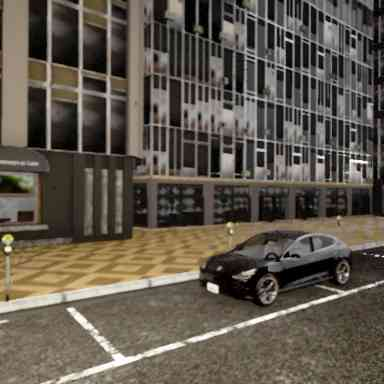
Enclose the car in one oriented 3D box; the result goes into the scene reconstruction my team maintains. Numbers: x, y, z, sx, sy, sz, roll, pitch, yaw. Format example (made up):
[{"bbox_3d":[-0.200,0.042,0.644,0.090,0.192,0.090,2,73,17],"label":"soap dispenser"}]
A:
[{"bbox_3d":[2.208,1.631,8.140,4.313,1.339,1.947,1,-1,-36],"label":"car"}]
